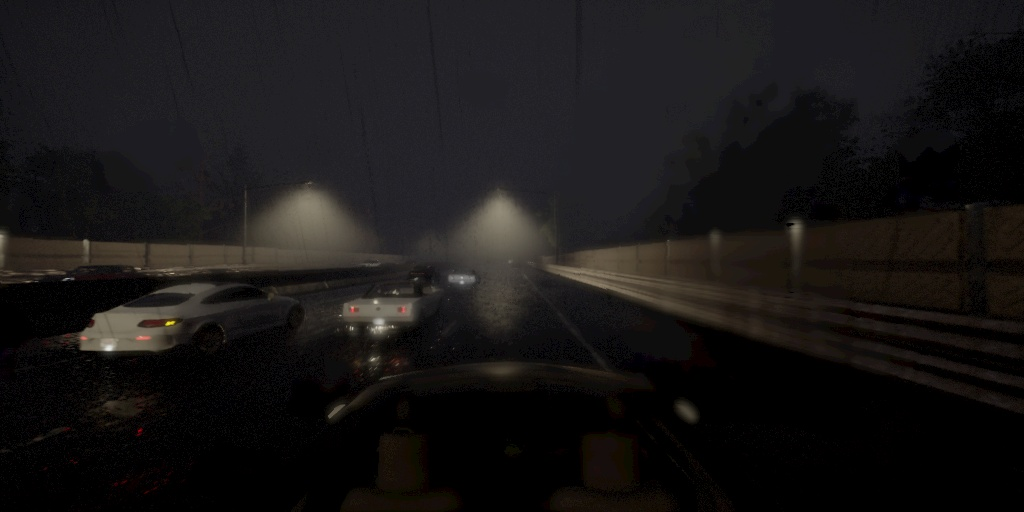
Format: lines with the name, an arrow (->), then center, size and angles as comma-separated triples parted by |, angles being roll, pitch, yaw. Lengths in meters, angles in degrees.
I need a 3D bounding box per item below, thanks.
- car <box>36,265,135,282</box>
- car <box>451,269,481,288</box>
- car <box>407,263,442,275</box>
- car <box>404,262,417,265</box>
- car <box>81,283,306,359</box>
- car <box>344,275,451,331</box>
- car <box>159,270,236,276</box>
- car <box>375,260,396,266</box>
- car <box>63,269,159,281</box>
car -> -24.601, 1.315, 21.119 | 2.097, 1.767, 4.553 | 0, -1, 0
car -> -3.405, 1.630, 27.036 | 1.895, 1.301, 4.718 | 0, -1, 0
car -> -6.905, 1.553, 28.808 | 1.837, 1.490, 4.892 | 0, -1, 0
car -> -17.536, 1.769, 62.044 | 2.097, 1.767, 4.553 | 0, -1, 0
car -> -6.905, 1.350, 8.467 | 1.812, 1.442, 4.674 | 0, -1, 0
car -> -3.403, 1.458, 11.479 | 1.895, 1.301, 4.718 | 0, -1, 0
car -> -17.602, 1.527, 21.138 | 1.994, 1.385, 4.181 | 0, -1, 0
car -> -21.031, 1.882, 61.008 | 1.882, 1.535, 5.008 | 0, -1, 1
car -> -21.103, 1.552, 20.084 | 1.895, 1.301, 4.718 | 0, -1, 0
